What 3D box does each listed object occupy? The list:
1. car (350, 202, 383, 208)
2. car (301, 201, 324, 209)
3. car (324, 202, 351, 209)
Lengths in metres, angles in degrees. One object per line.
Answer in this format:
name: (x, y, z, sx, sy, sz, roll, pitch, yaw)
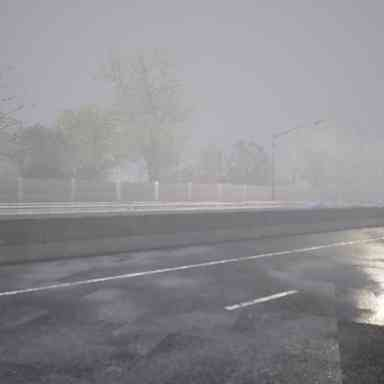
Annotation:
car: (18.875, 1.865, 34.626, 4.674, 1.442, 1.812, 1, 0, -35)
car: (15.303, 1.871, 40.672, 4.674, 1.442, 1.812, 1, -1, -35)
car: (17.803, 1.844, 38.155, 4.902, 1.511, 2.128, 1, -1, -35)
